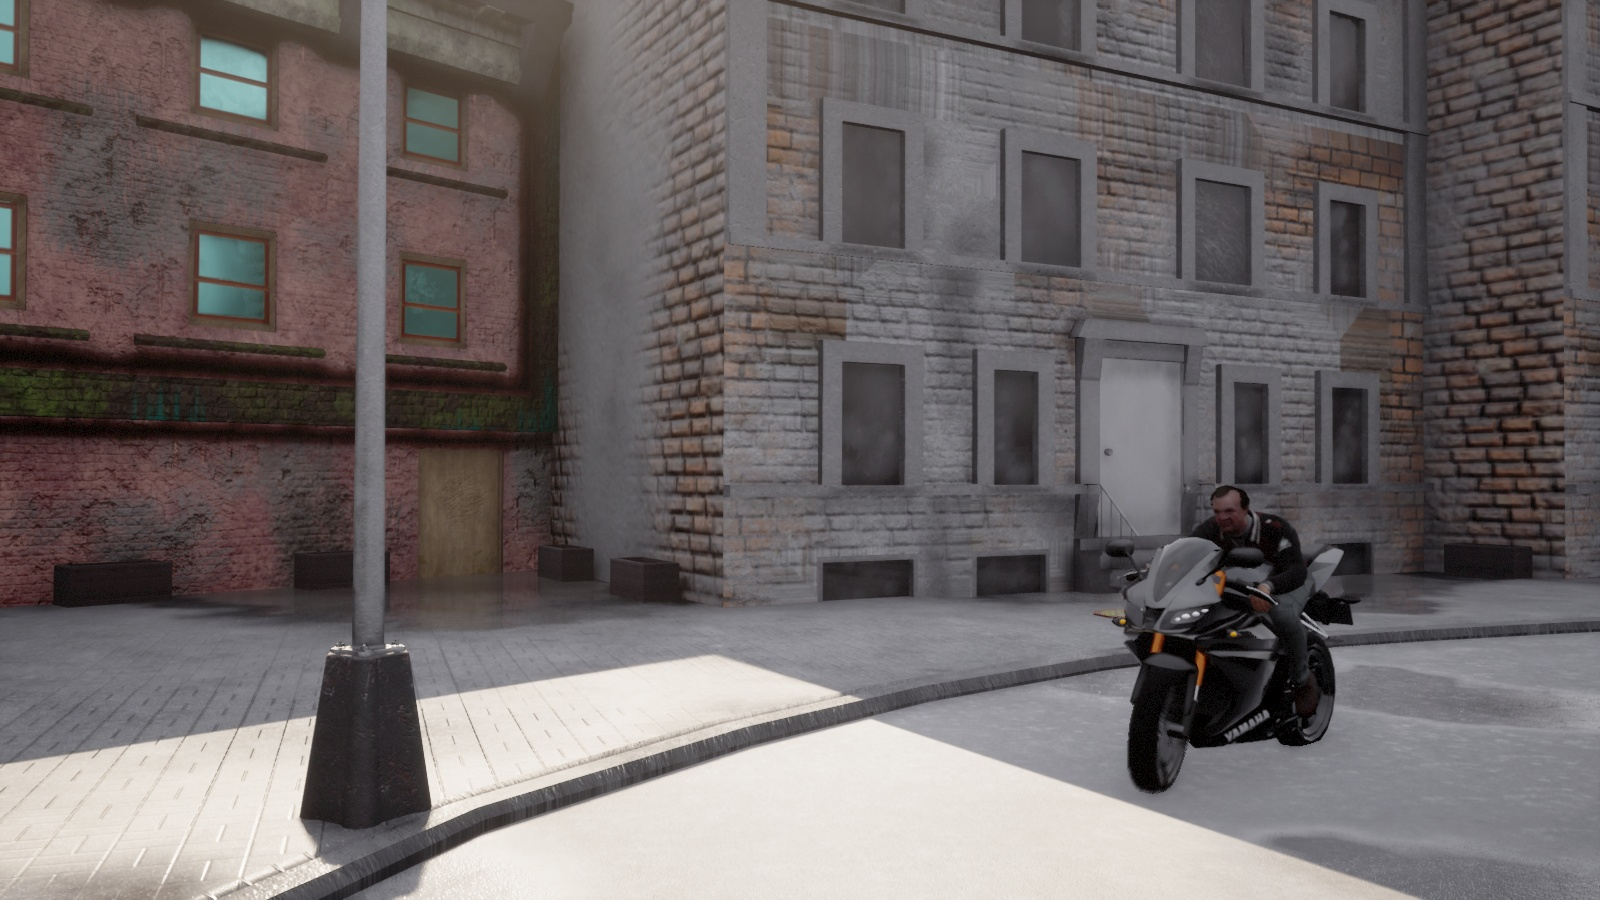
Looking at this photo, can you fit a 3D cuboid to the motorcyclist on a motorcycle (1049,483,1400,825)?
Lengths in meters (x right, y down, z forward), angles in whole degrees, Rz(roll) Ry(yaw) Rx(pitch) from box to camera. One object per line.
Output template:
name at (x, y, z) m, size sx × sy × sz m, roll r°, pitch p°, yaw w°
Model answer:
motorcyclist on a motorcycle at (2.349, 0.950, 6.751) m, size 2.191 × 1.530 × 0.866 m, roll 2°, pitch -1°, yaw -44°
